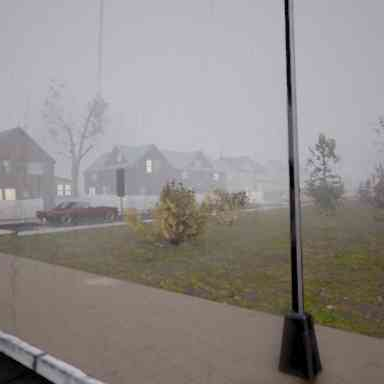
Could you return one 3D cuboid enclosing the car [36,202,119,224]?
[{"bbox_3d":[-6.904,1.254,20.592,1.895,1.301,4.718,-2,-1,43],"label":"car"}]

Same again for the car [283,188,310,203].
[{"bbox_3d":[13.791,0.595,42.397,1.882,1.535,5.008,-2,-1,44],"label":"car"}]
